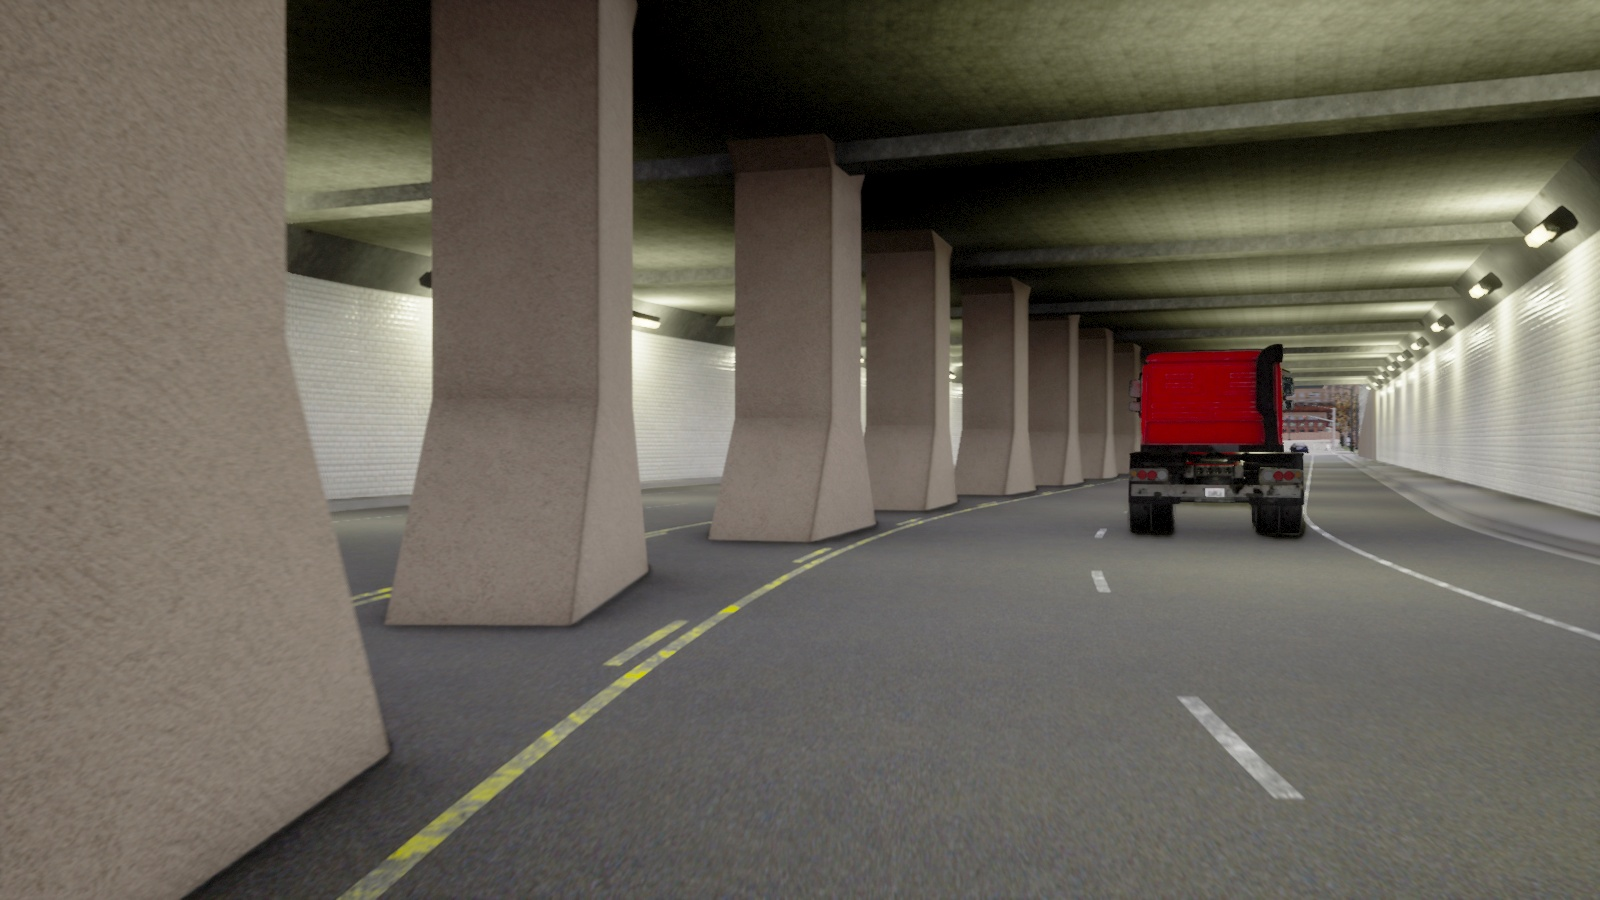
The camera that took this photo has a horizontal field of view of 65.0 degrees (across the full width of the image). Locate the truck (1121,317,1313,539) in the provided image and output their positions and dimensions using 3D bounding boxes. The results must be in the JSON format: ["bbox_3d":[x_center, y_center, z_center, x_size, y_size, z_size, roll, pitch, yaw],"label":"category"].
[{"bbox_3d":[7.806,-0.359,23.784,2.891,3.462,7.936,0,0,18],"label":"truck"}]
